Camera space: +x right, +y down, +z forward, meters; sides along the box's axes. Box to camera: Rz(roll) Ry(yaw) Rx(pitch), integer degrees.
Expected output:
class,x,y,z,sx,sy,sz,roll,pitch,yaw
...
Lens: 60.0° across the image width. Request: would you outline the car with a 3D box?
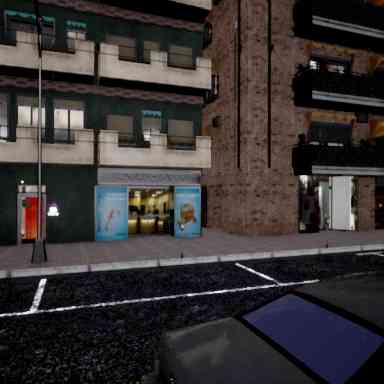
class,x,y,z,sx,sy,sz,roll,pitch,yaw
car,2.253,1.547,3.190,5.357,1.411,2.033,0,0,-20
